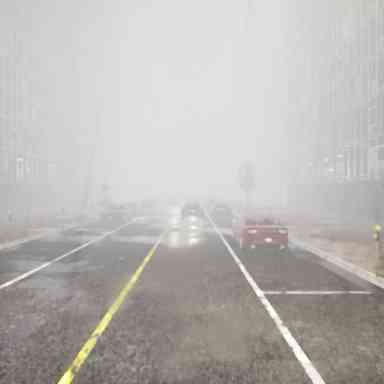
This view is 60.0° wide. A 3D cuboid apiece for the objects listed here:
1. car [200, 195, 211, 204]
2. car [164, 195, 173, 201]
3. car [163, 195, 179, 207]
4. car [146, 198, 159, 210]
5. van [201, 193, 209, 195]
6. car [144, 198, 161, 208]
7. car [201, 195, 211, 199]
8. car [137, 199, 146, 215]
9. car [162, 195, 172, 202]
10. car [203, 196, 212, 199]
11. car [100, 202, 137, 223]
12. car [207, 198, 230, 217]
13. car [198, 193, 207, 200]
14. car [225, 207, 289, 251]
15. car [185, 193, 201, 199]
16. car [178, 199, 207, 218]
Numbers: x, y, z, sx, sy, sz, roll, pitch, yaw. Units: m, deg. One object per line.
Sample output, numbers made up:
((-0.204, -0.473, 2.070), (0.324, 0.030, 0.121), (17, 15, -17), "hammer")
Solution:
((2.664, 1.409, 65.123), (1.967, 1.590, 4.097), (0, 0, 0), "car")
((-5.724, 1.494, 82.207), (2.008, 1.369, 4.403), (0, 0, 0), "car")
((-3.098, 1.461, 51.840), (1.882, 1.535, 5.008), (0, 0, 0), "car")
((-5.707, 1.536, 42.358), (1.887, 1.381, 4.507), (0, 0, 0), "car")
((2.667, 1.317, 59.431), (1.690, 1.788, 3.998), (0, 0, 0), "van")
((-5.710, 1.553, 48.051), (1.947, 1.339, 4.313), (0, 0, 0), "car")
((2.669, 1.548, 53.738), (1.947, 1.339, 4.313), (0, 0, 0), "car")
((-5.702, 1.580, 30.973), (1.802, 1.307, 4.206), (0, 0, 0), "car")
((-5.722, 1.478, 76.344), (1.752, 1.417, 4.829), (0, 0, 0), "car")
((2.673, 1.557, 42.353), (1.947, 1.339, 4.313), (0, 0, 0), "car")
((-5.700, 1.545, 25.280), (1.887, 1.381, 4.507), (0, 0, 0), "car")
((2.678, 1.564, 30.969), (1.947, 1.339, 4.313), (0, 0, 0), "car")
((2.655, 1.249, 87.891), (2.192, 1.841, 5.009), (0, 0, 0), "car")
((2.685, 1.548, 13.892), (1.887, 1.381, 4.507), (0, 0, 0), "car")
((-0.021, 1.336, 51.359), (2.097, 1.767, 4.553), (0, 0, 0), "car")
((0.063, 1.563, 29.810), (1.994, 1.385, 4.181), (0, 0, 0), "car")
